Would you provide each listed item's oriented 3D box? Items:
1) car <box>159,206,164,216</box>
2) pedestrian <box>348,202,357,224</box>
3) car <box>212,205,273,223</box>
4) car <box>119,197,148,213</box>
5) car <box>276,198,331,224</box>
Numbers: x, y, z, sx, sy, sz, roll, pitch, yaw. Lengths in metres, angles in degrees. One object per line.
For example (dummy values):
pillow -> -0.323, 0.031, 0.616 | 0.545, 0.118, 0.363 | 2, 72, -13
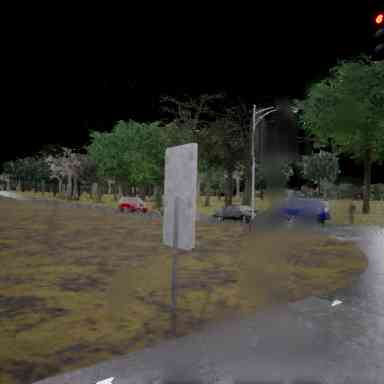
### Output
car -> -1.834, 1.928, 35.903 | 1.994, 1.385, 4.181 | 3, -2, -37
pedestrian -> 13.367, 1.718, 27.817 | 0.375, 1.860, 0.375 | 2, -1, -36
car -> 3.976, 1.794, 27.846 | 2.033, 1.411, 5.357 | 3, -2, -36
car -> -7.918, 1.678, 44.428 | 2.150, 2.045, 5.566 | 3, -2, -34
car -> 8.754, 1.570, 27.810 | 2.150, 2.045, 5.566 | 3, -2, -37
